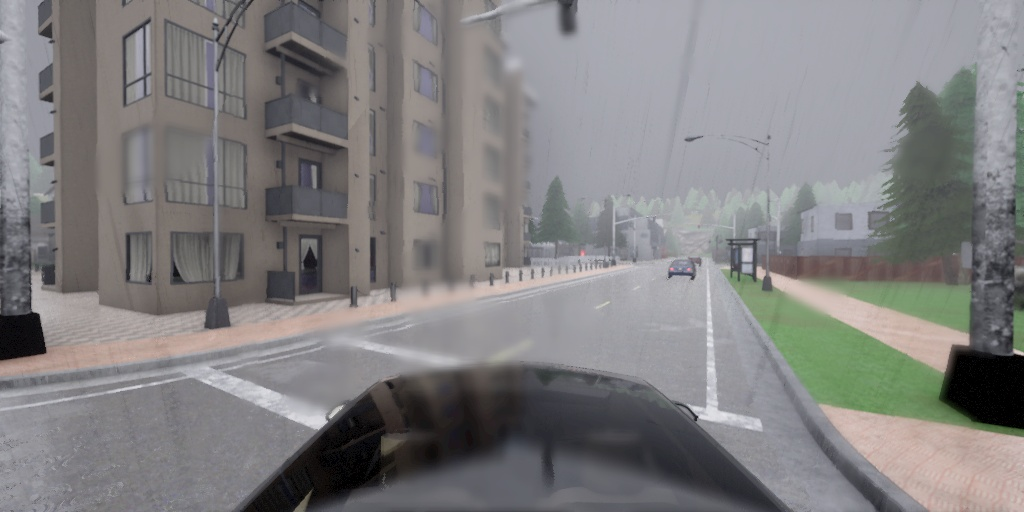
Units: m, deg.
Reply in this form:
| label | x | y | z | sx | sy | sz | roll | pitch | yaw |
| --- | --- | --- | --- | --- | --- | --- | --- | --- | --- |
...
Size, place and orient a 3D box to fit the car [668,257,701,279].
| label | x | y | z | sx | sy | sz | roll | pitch | yaw |
| --- | --- | --- | --- | --- | --- | --- | --- | --- | --- |
| car | 13.426 | 1.016 | 28.206 | 2.033 | 1.411 | 5.357 | 1 | 1 | 29 |

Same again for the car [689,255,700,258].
| label | x | y | z | sx | sy | sz | roll | pitch | yaw |
| --- | --- | --- | --- | --- | --- | --- | --- | --- | --- |
| car | 27.114 | 0.628 | 53.364 | 1.882 | 1.535 | 5.008 | 0 | 1 | 29 |
